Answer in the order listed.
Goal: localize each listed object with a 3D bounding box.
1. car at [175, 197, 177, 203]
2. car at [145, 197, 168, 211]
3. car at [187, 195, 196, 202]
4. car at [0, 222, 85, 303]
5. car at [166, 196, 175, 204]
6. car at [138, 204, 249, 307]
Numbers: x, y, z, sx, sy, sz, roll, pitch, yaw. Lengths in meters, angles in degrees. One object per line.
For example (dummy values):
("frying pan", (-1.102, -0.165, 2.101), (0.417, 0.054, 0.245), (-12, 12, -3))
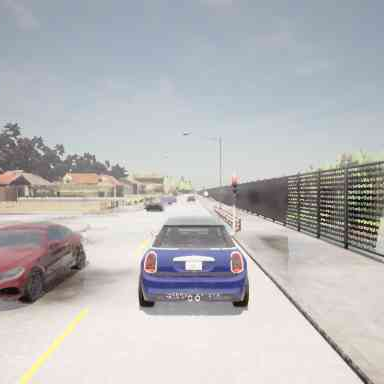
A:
("car", (-4.127, 1.547, 69.522), (2.033, 1.411, 5.357), (0, 0, 0))
("car", (-4.170, 1.601, 38.069), (1.895, 1.301, 4.718), (0, 0, 0))
("car", (-0.138, 1.524, 76.338), (1.812, 1.442, 4.674), (0, 0, 0))
("car", (-4.101, 1.526, 8.323), (1.812, 1.442, 4.674), (0, 0, 0))
("car", (-4.179, 1.525, 54.077), (1.812, 1.442, 4.674), (0, 0, 0))
("car", (0.038, 1.352, 8.138), (2.097, 1.767, 4.553), (0, 0, 0))
